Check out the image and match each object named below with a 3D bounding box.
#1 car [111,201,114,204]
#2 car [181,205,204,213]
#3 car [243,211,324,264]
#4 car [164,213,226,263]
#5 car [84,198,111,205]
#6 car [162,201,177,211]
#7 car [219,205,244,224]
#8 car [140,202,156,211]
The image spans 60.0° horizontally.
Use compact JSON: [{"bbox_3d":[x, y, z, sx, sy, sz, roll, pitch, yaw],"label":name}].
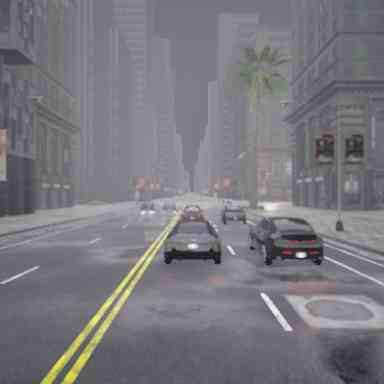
[{"bbox_3d":[-23.986,2.829,92.473,4.507,1.381,1.887,-1,0,0],"label":"car"},{"bbox_3d":[0.049,1.847,28.109,1.812,1.442,4.674,0,0,1],"label":"car"},{"bbox_3d":[3.291,1.649,12.377,1.837,1.490,4.892,0,0,1],"label":"car"},{"bbox_3d":[0.044,1.710,12.586,1.994,1.385,4.181,0,-1,1],"label":"car"},{"bbox_3d":[-23.845,2.754,83.945,4.829,1.417,1.752,-1,0,0],"label":"car"},{"bbox_3d":[-3.338,2.082,49.705,1.812,1.442,4.674,0,-1,0],"label":"car"},{"bbox_3d":[3.291,1.805,27.352,2.128,1.511,4.902,0,-1,1],"label":"car"},{"bbox_3d":[-6.587,2.121,49.792,1.994,1.385,4.181,0,-1,0],"label":"car"}]
